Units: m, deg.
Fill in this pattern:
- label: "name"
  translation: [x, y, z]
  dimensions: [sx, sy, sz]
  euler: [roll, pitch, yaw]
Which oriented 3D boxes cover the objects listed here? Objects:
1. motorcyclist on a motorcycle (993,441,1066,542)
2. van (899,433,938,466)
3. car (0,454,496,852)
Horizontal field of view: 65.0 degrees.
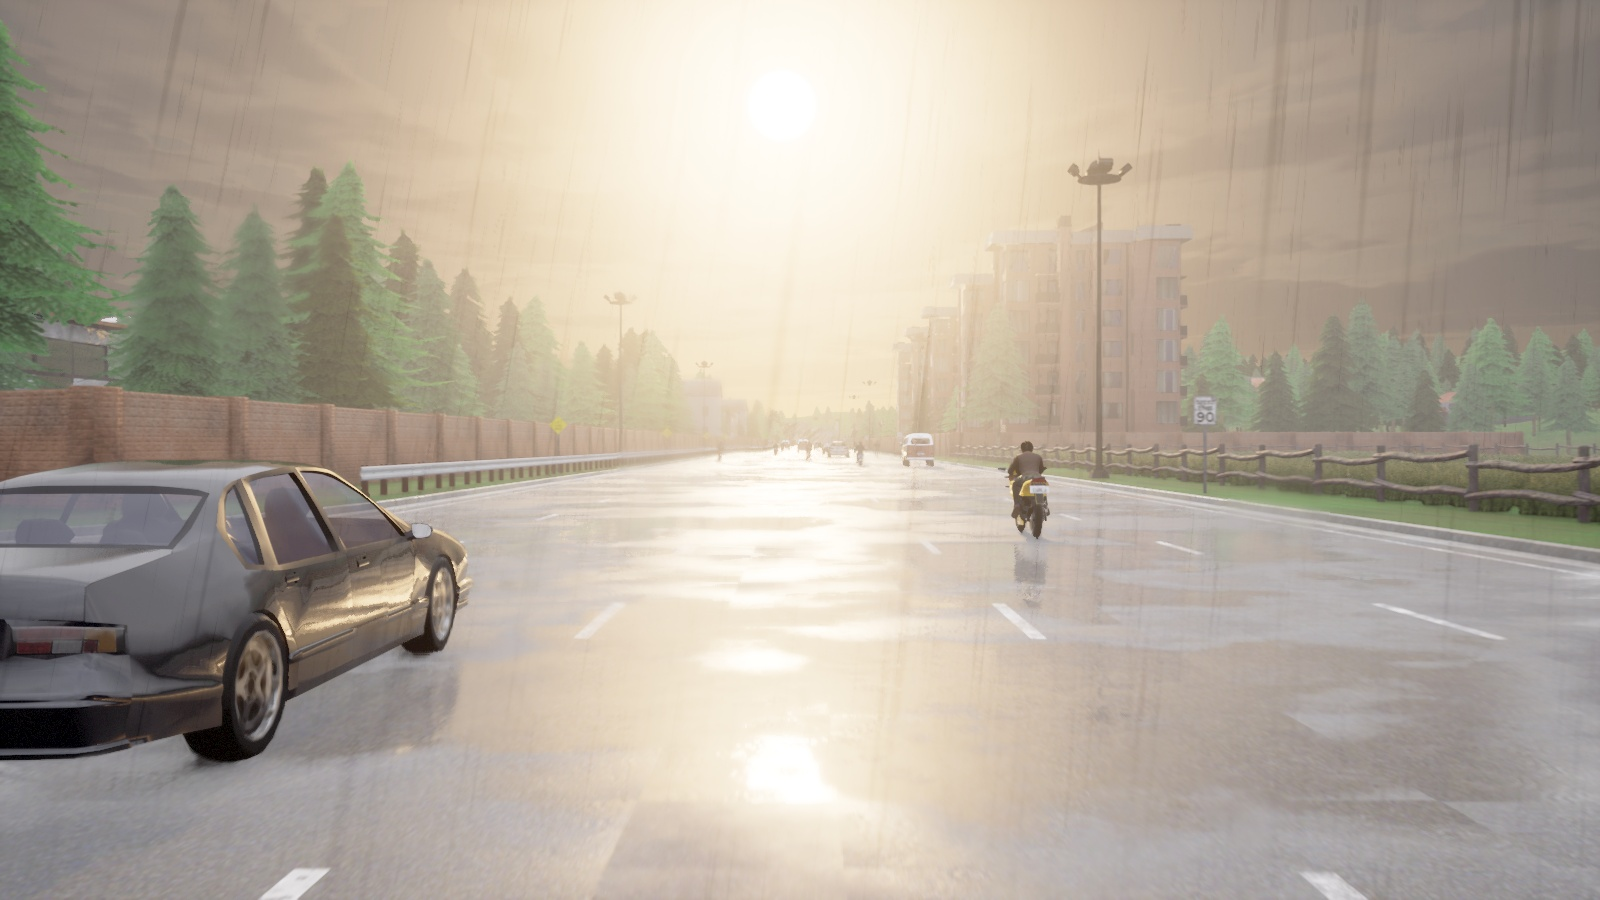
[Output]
- label: "motorcyclist on a motorcycle"
  translation: [3.629, 0.619, 19.991]
  dimensions: [0.797, 1.523, 2.044]
  euler: [0, 0, 0]
- label: "van"
  translation: [7.469, 0.018, 79.812]
  dimensions: [2.069, 2.038, 4.480]
  euler: [0, -1, 0]
- label: "car"
  translation: [-3.443, 0.750, 7.281]
  dimensions: [2.033, 1.411, 5.357]
  euler: [0, 0, 0]
